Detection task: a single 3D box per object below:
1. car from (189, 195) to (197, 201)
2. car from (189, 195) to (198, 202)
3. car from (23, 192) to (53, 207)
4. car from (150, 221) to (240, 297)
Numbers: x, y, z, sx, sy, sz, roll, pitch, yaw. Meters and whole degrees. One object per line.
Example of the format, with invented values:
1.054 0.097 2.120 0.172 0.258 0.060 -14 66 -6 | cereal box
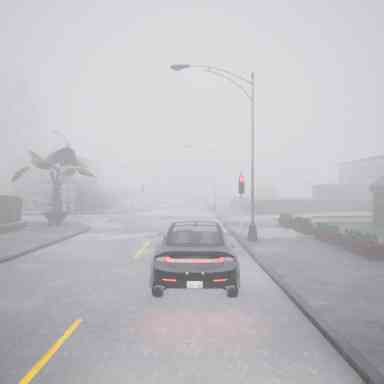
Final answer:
0.331 1.538 84.715 1.994 1.385 4.181 0 0 0 | car
0.290 1.463 74.479 1.882 1.535 5.008 0 0 0 | car
-19.593 0.984 43.003 1.905 1.878 3.866 0 0 35 | car
0.084 1.491 8.544 2.128 1.511 4.902 0 0 1 | car
